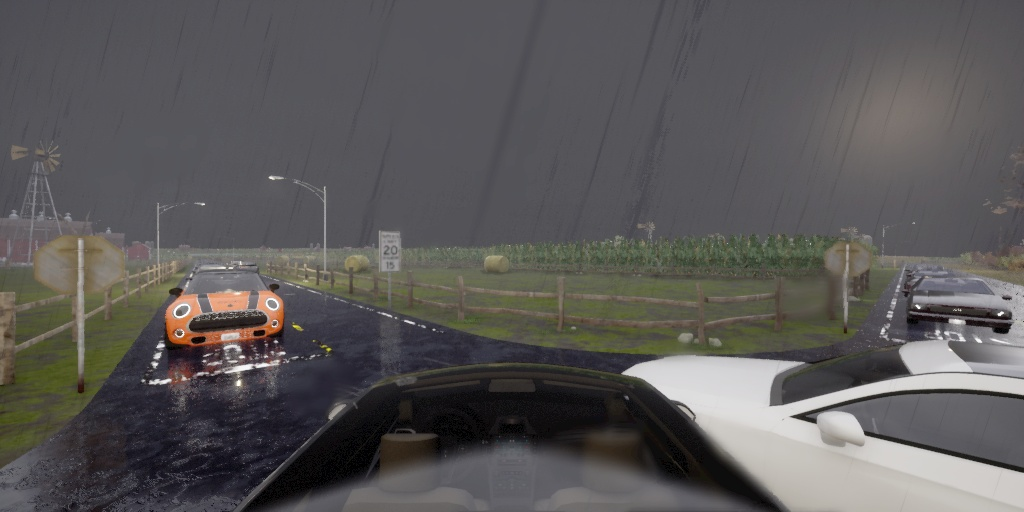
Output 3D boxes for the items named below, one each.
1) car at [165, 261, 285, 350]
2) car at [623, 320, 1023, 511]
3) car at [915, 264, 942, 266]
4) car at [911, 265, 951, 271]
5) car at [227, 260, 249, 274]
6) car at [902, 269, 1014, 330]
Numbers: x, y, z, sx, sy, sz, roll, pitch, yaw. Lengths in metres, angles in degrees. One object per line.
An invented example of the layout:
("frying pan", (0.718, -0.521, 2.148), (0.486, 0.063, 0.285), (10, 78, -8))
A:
("car", (-7.466, 1.137, 9.427), (2.097, 1.767, 4.553), (0, 0, -39))
("car", (2.861, 1.293, 2.215), (1.812, 1.442, 4.674), (0, 1, -43))
("car", (28.690, 1.305, 24.777), (4.902, 1.511, 2.128), (0, 1, -42))
("car", (21.050, 1.361, 17.870), (4.181, 1.385, 1.994), (0, 1, -43))
("car", (-33.211, 1.269, 43.389), (1.837, 1.490, 4.892), (0, 0, -41))
("car", (13.642, 1.333, 11.163), (5.357, 1.411, 2.033), (0, 1, -42))
